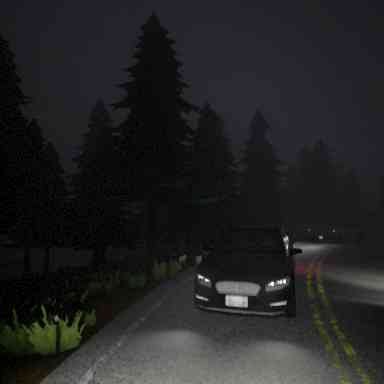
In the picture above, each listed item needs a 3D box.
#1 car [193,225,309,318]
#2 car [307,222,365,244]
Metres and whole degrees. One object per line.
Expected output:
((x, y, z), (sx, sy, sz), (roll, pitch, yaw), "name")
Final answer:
((1.430, 1.551, 7.711), (2.128, 1.511, 4.902), (-1, -2, 17), "car")
((8.970, 2.481, 20.623), (4.718, 1.301, 1.895), (6, -7, -44), "car")
